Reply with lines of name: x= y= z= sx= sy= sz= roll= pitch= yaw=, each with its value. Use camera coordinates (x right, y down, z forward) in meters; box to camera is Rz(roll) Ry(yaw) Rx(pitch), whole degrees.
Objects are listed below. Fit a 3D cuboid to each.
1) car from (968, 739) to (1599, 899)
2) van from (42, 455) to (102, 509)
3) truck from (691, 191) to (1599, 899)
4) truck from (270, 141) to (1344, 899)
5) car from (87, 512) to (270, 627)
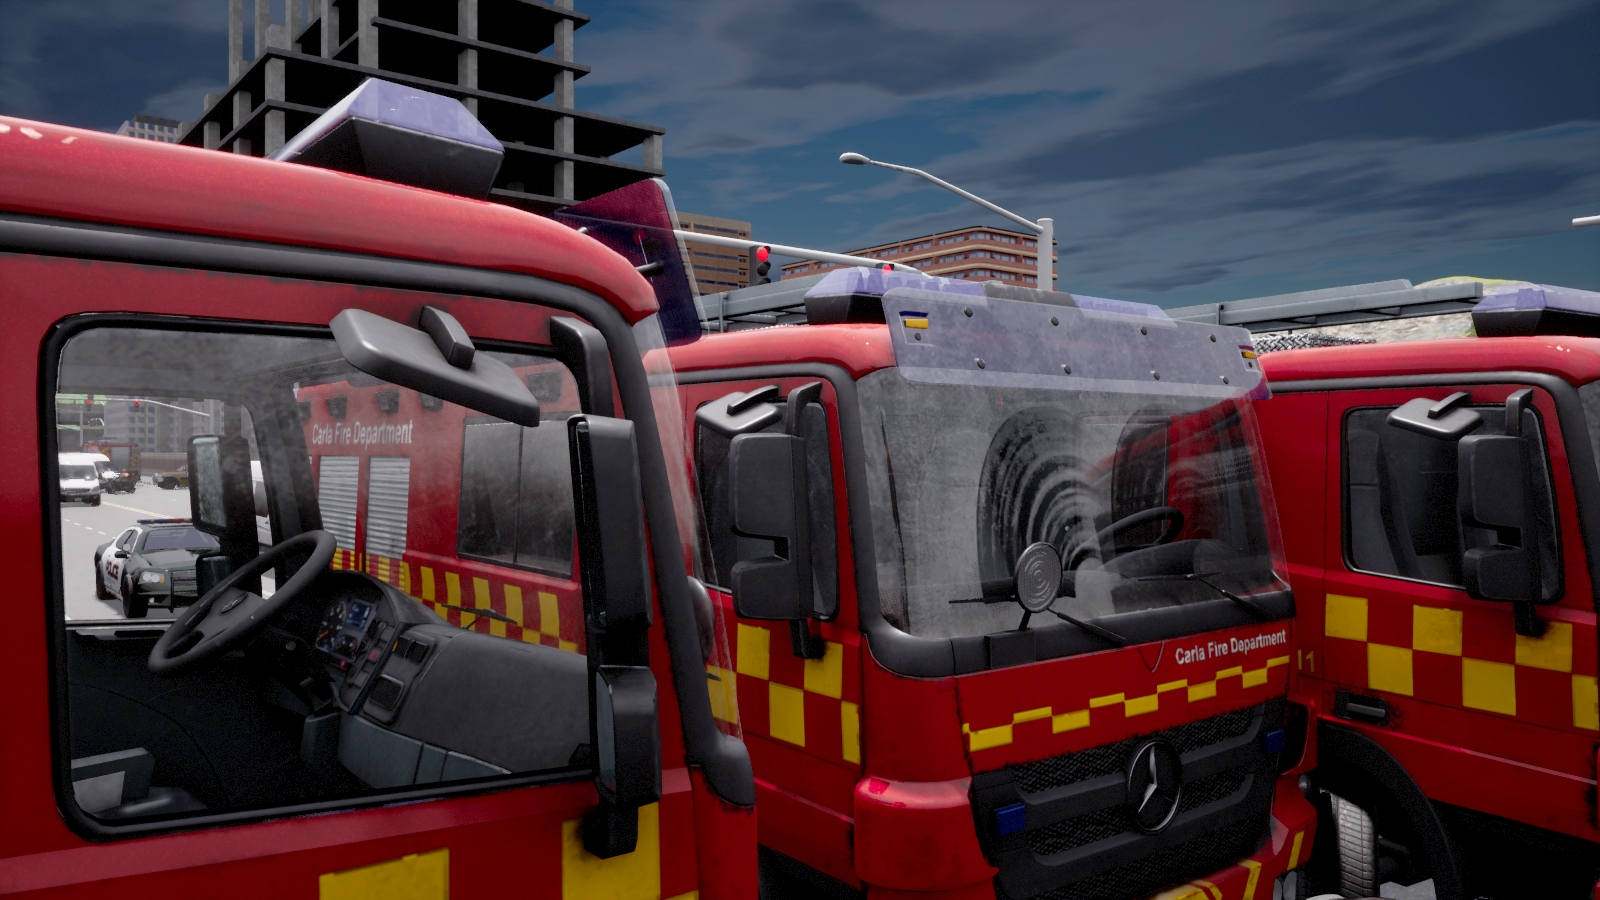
car: x=2.437 y=2.065 z=3.109 sx=1.970 sy=1.475 sz=3.806 roll=0 pitch=0 yaw=-30
van: x=-36.544 y=1.535 z=57.307 sx=1.988 sy=2.561 sz=5.915 roll=0 pitch=0 yaw=-38
truck: x=2.348 y=0.890 z=8.605 sx=2.891 sy=3.827 sz=8.468 roll=0 pitch=0 yaw=-31
truck: x=-1.099 y=0.890 z=8.003 sx=2.891 sy=3.827 sz=8.468 roll=0 pitch=0 yaw=-38
car: x=-11.386 y=2.037 z=20.746 sx=2.038 sy=1.542 sz=4.974 roll=0 pitch=0 yaw=-39
